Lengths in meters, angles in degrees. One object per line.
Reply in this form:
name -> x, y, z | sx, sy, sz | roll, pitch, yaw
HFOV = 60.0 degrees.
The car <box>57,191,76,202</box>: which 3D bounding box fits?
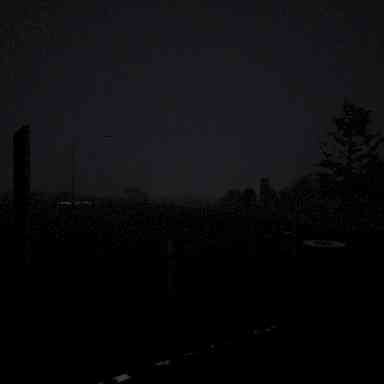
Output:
car -> -18.795, 0.606, 49.753 | 1.882, 1.535, 5.008 | -1, 2, -35
